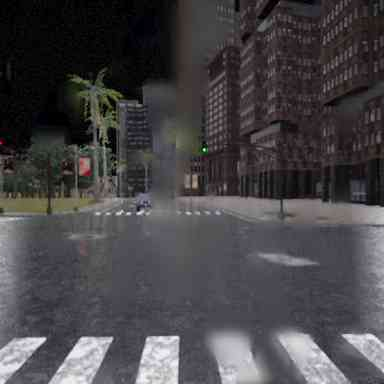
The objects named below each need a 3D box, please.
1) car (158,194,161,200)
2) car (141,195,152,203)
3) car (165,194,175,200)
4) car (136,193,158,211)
[{"bbox_3d":[-8.805,1.227,82.136,2.128,1.511,4.902,0,0,-13],"label":"car"},{"bbox_3d":[-9.107,1.367,66.328,1.994,1.385,4.181,0,0,-10],"label":"car"},{"bbox_3d":[-5.504,1.207,82.235,1.837,1.490,4.892,0,0,-12],"label":"car"},{"bbox_3d":[-5.700,1.173,41.455,2.150,2.045,5.566,0,0,-6],"label":"car"}]
